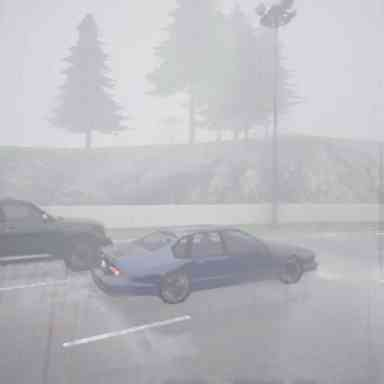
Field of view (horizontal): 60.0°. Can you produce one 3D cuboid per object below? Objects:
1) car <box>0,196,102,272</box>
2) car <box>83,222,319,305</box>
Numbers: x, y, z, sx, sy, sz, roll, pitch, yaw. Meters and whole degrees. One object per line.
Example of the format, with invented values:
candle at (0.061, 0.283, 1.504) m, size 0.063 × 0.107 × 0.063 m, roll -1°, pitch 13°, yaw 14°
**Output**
car at (-4.988, 1.118, 8.815) m, size 5.566 × 2.045 × 2.150 m, roll 0°, pitch 0°, yaw -34°
car at (0.459, 1.483, 7.810) m, size 5.357 × 1.411 × 2.033 m, roll 0°, pitch 0°, yaw -28°
